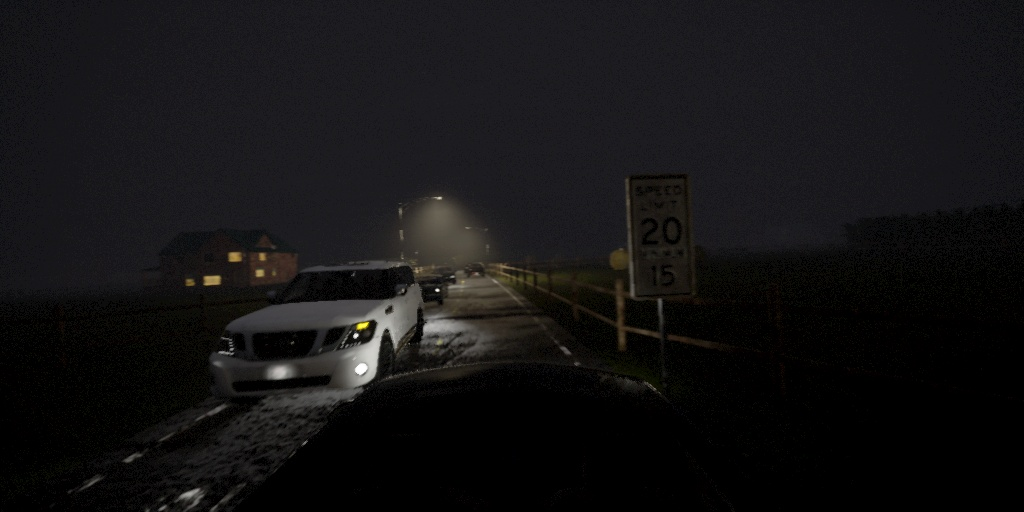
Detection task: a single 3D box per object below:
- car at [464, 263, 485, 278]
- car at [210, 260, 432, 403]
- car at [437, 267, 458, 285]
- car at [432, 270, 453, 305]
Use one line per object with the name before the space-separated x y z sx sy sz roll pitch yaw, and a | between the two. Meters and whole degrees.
car | -4.102 1.604 40.315 1.837 1.490 4.892 -2 0 -9
car | -3.172 1.132 7.230 2.150 2.045 5.566 -2 0 -5
car | -5.670 1.645 30.527 1.812 1.442 4.674 -2 0 -7
car | -4.139 1.597 17.421 1.895 1.301 4.718 -2 0 -6
